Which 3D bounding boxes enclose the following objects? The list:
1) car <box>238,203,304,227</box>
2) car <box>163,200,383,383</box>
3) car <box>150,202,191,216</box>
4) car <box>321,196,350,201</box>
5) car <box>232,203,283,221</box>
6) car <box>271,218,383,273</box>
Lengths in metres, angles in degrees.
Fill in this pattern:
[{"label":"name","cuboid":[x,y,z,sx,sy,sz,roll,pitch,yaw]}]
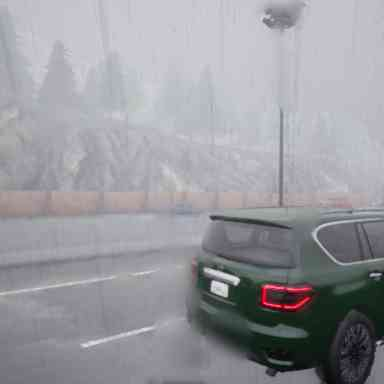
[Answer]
[{"label":"car","cuboid":[6.033,1.649,25.194,4.902,1.511,2.128,1,0,-34]},{"label":"car","cuboid":[2.517,1.266,5.530,5.566,2.045,2.150,0,0,-35]},{"label":"car","cuboid":[-1.364,1.685,32.865,5.357,1.411,2.033,1,0,-34]},{"label":"car","cuboid":[17.678,1.543,41.554,5.566,2.045,2.150,1,-1,-34]},{"label":"car","cuboid":[5.787,1.738,29.255,4.181,1.385,1.994,1,0,-34]},{"label":"car","cuboid":[5.114,1.690,11.603,4.718,1.301,1.895,1,0,-35]}]
